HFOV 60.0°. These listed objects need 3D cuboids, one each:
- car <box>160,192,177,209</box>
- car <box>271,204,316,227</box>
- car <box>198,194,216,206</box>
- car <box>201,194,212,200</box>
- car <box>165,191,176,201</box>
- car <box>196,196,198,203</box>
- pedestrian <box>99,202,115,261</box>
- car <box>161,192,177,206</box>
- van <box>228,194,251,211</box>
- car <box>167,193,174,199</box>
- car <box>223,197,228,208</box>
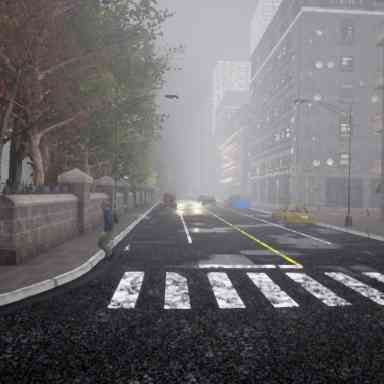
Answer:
[{"bbox_3d":[-2.679,1.139,38.286,1.967,1.590,4.097,1,0,-3],"label":"car"},{"bbox_3d":[6.662,1.470,22.371,1.752,1.417,4.829,1,0,-3],"label":"car"},{"bbox_3d":[2.473,1.238,49.064,2.128,1.511,4.902,1,0,-3],"label":"car"},{"bbox_3d":[3.373,1.193,77.490,2.008,1.369,4.403,1,0,-3],"label":"car"},{"bbox_3d":[-4.655,0.833,71.458,2.192,1.841,5.009,1,0,-3],"label":"car"},{"bbox_3d":[1.862,1.217,59.248,1.812,1.442,4.674,1,0,-3],"label":"car"},{"bbox_3d":[-2.509,1.128,9.890,0.375,1.860,0.375,1,0,-3],"label":"pedestrian"},{"bbox_3d":[-3.336,0.953,49.343,2.192,1.841,5.009,1,0,-3],"label":"car"},{"bbox_3d":[5.687,1.192,38.788,1.690,1.788,3.998,1,0,-3],"label":"van"},{"bbox_3d":[-5.651,0.999,88.045,1.947,1.339,4.313,1,0,-3],"label":"car"},{"bbox_3d":[5.355,1.261,44.317,1.967,1.590,4.097,1,0,-3],"label":"car"}]
